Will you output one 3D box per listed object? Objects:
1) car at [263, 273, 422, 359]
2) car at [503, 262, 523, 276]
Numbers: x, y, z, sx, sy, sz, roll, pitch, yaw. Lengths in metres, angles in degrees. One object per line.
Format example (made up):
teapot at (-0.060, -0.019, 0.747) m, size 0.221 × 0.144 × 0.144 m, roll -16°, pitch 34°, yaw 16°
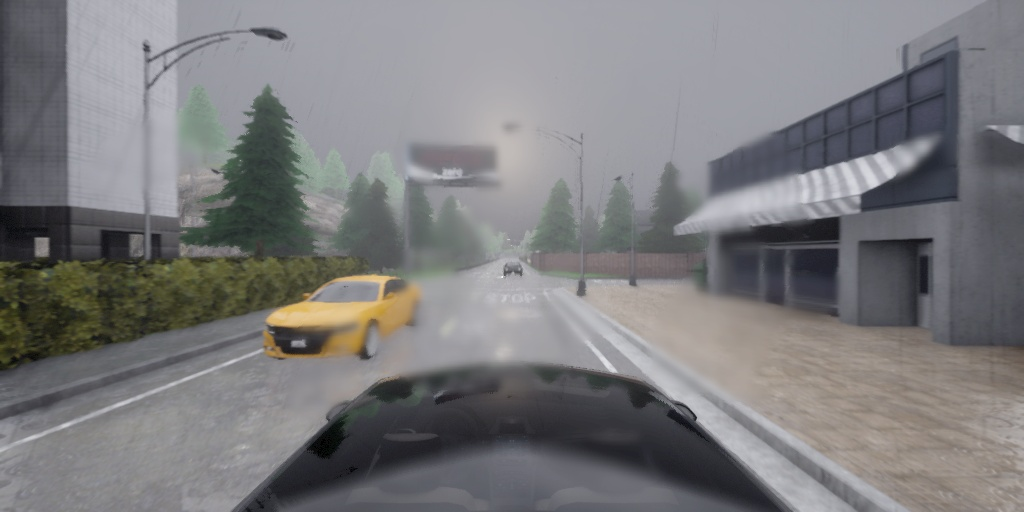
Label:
car at (-3.571, 1.209, 8.552) m, size 1.882 × 1.535 × 5.008 m, roll 0°, pitch 0°, yaw 1°
car at (0.099, 1.279, 36.272) m, size 1.895 × 1.301 × 4.718 m, roll 0°, pitch 1°, yaw 0°
